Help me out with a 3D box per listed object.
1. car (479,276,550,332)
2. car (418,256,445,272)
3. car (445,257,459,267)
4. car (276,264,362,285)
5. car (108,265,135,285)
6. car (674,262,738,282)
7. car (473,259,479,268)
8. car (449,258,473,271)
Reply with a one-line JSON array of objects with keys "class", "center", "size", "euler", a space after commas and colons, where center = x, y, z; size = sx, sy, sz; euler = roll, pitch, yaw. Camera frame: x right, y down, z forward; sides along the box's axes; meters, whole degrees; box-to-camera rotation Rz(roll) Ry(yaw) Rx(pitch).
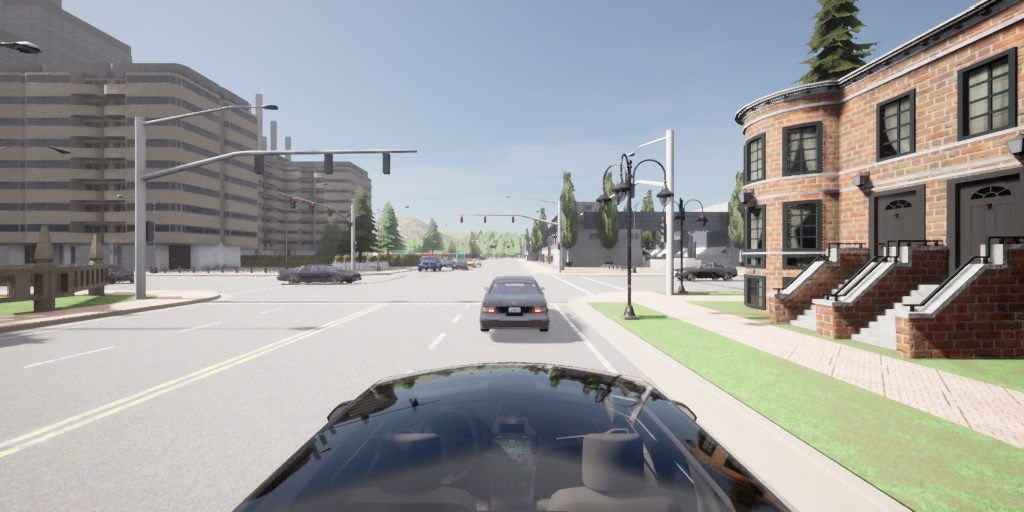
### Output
[{"class": "car", "center": [0.072, 1.297, 10.846], "size": [2.033, 1.411, 5.357], "euler": [0, 0, 0]}, {"class": "car", "center": [-10.640, 0.971, 46.874], "size": [2.150, 2.045, 5.566], "euler": [0, 0, 0]}, {"class": "car", "center": [-10.647, 1.297, 59.254], "size": [2.033, 1.411, 5.357], "euler": [0, 0, 0]}, {"class": "car", "center": [-13.563, 1.297, 25.354], "size": [5.357, 1.411, 2.033], "euler": [0, 0, 1]}, {"class": "car", "center": [-29.150, 1.276, 25.406], "size": [4.674, 1.442, 1.812], "euler": [0, 0, 0]}, {"class": "car", "center": [15.424, 1.241, 28.809], "size": [4.902, 1.511, 2.128], "euler": [0, 0, -1]}, {"class": "car", "center": [-7.136, 1.227, 60.412], "size": [1.882, 1.535, 5.008], "euler": [0, 0, 0]}, {"class": "car", "center": [-7.135, 1.314, 50.272], "size": [1.994, 1.385, 4.181], "euler": [0, 0, 0]}]
